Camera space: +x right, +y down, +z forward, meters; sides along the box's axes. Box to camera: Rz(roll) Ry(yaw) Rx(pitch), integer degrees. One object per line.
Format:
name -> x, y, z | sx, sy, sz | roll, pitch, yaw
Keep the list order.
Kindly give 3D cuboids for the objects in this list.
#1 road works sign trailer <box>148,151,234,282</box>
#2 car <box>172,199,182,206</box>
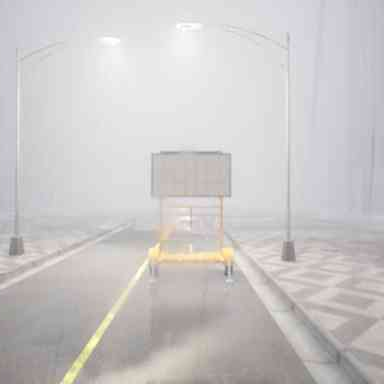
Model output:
road works sign trailer -> -0.024, 0.562, 10.061 | 2.380, 3.560, 2.880 | 0, -1, 0
car -> -3.188, 2.243, 71.151 | 2.033, 1.411, 5.357 | 0, -1, 0
